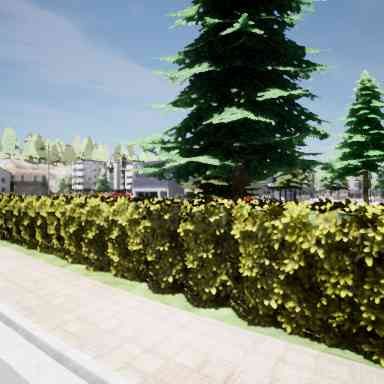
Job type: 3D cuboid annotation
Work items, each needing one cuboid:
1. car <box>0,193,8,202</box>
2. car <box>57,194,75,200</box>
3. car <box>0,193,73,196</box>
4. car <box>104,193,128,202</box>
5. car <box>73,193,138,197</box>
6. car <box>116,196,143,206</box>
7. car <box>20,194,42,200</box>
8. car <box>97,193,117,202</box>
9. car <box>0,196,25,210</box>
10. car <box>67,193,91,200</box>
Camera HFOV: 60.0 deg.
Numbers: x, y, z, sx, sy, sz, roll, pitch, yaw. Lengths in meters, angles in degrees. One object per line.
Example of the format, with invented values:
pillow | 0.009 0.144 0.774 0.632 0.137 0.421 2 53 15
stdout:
car | -41.761 1.077 70.170 1.932 1.855 4.605 0 0 44
car | -32.124 1.211 84.624 1.970 1.475 3.806 0 0 44
car | -11.333 1.215 22.289 2.150 2.045 5.566 0 0 44
car | -15.852 1.082 69.626 1.932 1.855 4.605 0 0 44
car | -8.047 1.214 31.017 2.150 2.045 5.566 0 0 44
car | -10.041 1.373 53.291 1.970 1.475 3.806 0 0 44
car | -39.680 1.276 82.173 2.007 1.523 4.514 0 0 44
car | -18.211 1.061 71.371 1.905 1.878 3.866 0 0 44
car | -23.245 1.319 40.097 2.152 1.636 5.027 0 0 44
car | -27.325 1.134 80.350 2.152 1.636 5.027 0 0 44
